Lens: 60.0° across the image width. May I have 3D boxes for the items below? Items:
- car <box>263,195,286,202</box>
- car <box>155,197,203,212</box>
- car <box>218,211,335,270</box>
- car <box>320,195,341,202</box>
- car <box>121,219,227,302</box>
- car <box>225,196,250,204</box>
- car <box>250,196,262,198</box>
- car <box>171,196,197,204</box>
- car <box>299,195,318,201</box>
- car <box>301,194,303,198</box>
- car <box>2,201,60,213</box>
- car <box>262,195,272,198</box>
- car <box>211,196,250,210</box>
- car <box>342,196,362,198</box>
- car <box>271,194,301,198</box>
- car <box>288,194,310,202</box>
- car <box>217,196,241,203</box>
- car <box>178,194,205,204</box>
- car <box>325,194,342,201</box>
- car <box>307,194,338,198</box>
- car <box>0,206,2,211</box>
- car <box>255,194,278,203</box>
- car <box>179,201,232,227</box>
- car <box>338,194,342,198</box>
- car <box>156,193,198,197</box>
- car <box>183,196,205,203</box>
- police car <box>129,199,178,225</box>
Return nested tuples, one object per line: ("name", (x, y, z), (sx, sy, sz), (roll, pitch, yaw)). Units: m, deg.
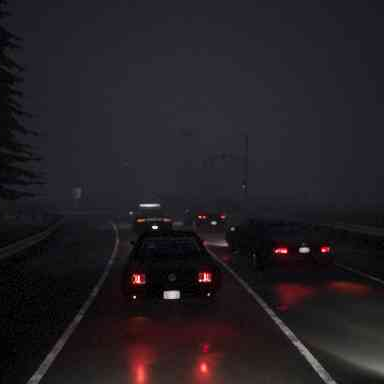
("car", (19.140, 1.494, 77.259), (4.892, 1.490, 1.837), (0, 0, -21))
("car", (-1.683, 1.547, 35.675), (5.357, 1.411, 2.033), (0, 0, -21))
("car", (2.542, 1.547, 11.065), (2.033, 1.411, 5.357), (0, 0, -8))
("car", (33.397, 1.519, 80.048), (4.902, 1.511, 2.128), (0, 0, -31))
("car", (-0.601, 1.600, 8.312), (1.895, 1.301, 4.718), (0, 0, -6))
("car", (8.974, 1.520, 66.013), (4.674, 1.442, 1.812), (0, 0, -20))
("car", (10.142, 1.500, 62.743), (4.892, 1.490, 1.837), (0, 0, -20))
("car", (-1.583, 1.486, 65.810), (4.902, 1.511, 2.128), (0, 0, -20))
("car", (28.406, 1.546, 81.251), (4.181, 1.385, 1.994), (0, 0, -27))
("car", (26.909, 1.534, 72.779), (5.357, 1.411, 2.033), (0, 0, -23))
("car", (-16.152, 1.494, 33.976), (4.902, 1.511, 2.128), (0, 0, -21))
("car", (17.804, 1.534, 69.278), (5.357, 1.411, 2.033), (0, 0, -21))
("car", (4.310, 1.474, 41.666), (5.008, 1.535, 1.882), (0, 0, -21))
("car", (36.425, 1.534, 73.694), (5.357, 1.411, 2.033), (0, 0, -31))
("car", (18.669, 1.520, 65.886), (4.674, 1.442, 1.812), (0, 0, -20))
("car", (24.278, 1.349, 75.501), (4.553, 1.767, 2.097), (0, 0, -21))
("car", (7.797, 1.519, 69.257), (4.674, 1.442, 1.812), (0, 0, -21))
("car", (-0.060, 1.347, 62.669), (4.553, 1.767, 2.097), (0, 0, -22))
("car", (37.004, 1.318, 86.797), (4.553, 1.767, 2.097), (0, 0, -35))
("car", (27.118, 1.472, 69.089), (5.008, 1.535, 1.882), (0, 0, -21))
("car", (-18.793, 1.353, 36.724), (4.553, 1.767, 2.097), (0, 0, -21))
("car", (16.221, 1.349, 72.422), (4.553, 1.767, 2.097), (0, 0, -21))
("car", (0.678, 1.524, 20.467), (1.812, 1.442, 4.674), (0, 0, -13))
("car", (36.141, 1.534, 77.654), (5.357, 1.411, 2.033), (0, 0, -31))
("car", (-2.546, 1.220, 46.568), (5.566, 2.045, 2.150), (0, 0, -21))
("car", (0.331, 1.547, 70.190), (4.181, 1.385, 1.994), (0, 0, -21))
("police car", (-2.267, 1.423, 17.776), (1.930, 1.638, 5.238), (0, 0, -13))
